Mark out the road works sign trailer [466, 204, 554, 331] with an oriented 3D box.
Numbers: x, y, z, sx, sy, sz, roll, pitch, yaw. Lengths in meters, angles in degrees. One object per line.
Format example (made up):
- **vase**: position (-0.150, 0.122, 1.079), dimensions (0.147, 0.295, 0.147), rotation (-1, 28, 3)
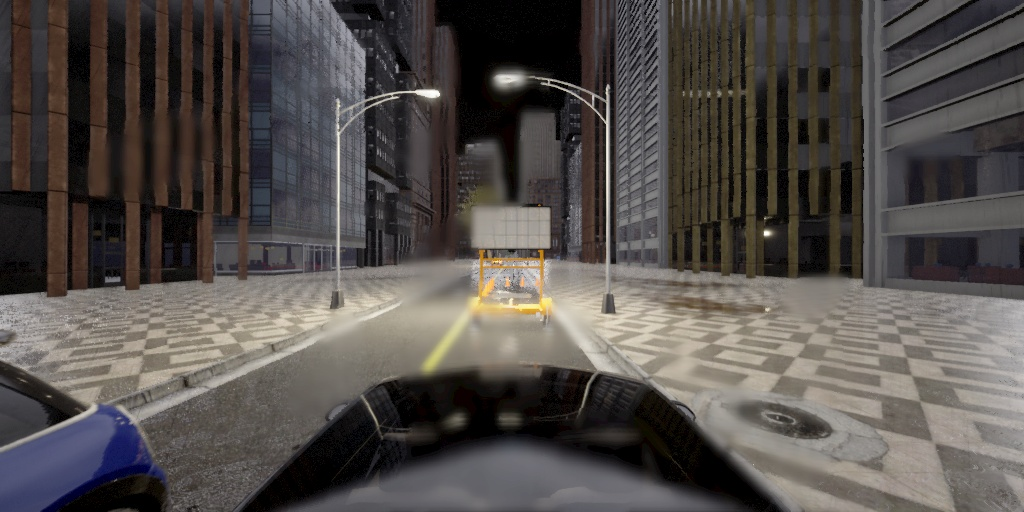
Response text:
- **road works sign trailer**: position (-0.008, 0.216, 10.969), dimensions (2.380, 3.560, 2.880), rotation (0, 0, 0)
